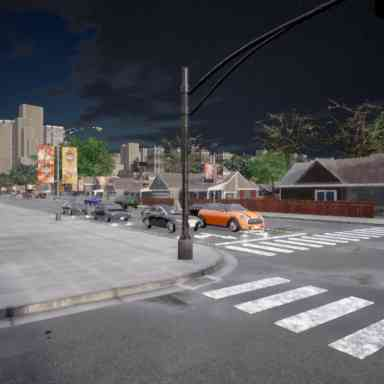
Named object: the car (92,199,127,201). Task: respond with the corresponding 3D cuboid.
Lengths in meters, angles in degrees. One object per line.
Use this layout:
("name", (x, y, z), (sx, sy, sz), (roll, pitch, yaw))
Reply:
("car", (-9.387, 1.777, 37.412), (1.994, 1.385, 4.181), (0, 0, -35))

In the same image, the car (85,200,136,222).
("car", (-7.092, 1.710, 28.556), (2.033, 1.411, 5.357), (0, 0, -36))

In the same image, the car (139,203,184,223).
("car", (-2.643, 1.706, 27.930), (1.994, 1.385, 4.181), (0, 0, -34))

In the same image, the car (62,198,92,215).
("car", (-13.105, 1.730, 37.033), (1.837, 1.490, 4.892), (0, 0, -35))

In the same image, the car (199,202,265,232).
("car", (2.366, 1.440, 20.911), (2.097, 1.767, 4.553), (0, 0, -36))

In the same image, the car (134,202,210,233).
("car", (-1.377, 1.592, 20.540), (2.128, 1.511, 4.902), (0, 0, -35))

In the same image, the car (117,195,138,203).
("car", (-10.085, 1.496, 49.933), (2.150, 2.045, 5.566), (0, 0, -35))

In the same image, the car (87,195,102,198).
("car", (-18.167, 1.572, 61.274), (2.150, 2.045, 5.566), (0, 0, -35))

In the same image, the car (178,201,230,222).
("car", (0.926, 1.610, 28.846), (1.882, 1.535, 5.008), (0, 0, -35))
